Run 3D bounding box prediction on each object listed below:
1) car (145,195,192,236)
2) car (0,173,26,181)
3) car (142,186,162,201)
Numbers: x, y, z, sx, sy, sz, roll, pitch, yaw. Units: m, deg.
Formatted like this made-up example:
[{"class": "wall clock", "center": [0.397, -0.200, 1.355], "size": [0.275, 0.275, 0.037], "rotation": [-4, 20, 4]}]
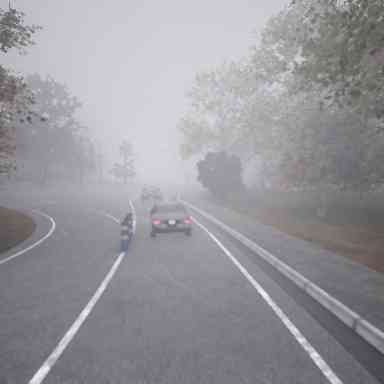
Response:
[{"class": "car", "center": [-1.117, 1.159, 15.946], "size": [2.033, 1.411, 5.357], "rotation": [-1, 3, -7]}, {"class": "car", "center": [-36.457, -3.060, 67.689], "size": [1.837, 1.490, 4.892], "rotation": [4, 6, 39]}, {"class": "car", "center": [-3.905, 0.107, 32.399], "size": [1.895, 1.301, 4.718], "rotation": [-1, 5, -7]}]
